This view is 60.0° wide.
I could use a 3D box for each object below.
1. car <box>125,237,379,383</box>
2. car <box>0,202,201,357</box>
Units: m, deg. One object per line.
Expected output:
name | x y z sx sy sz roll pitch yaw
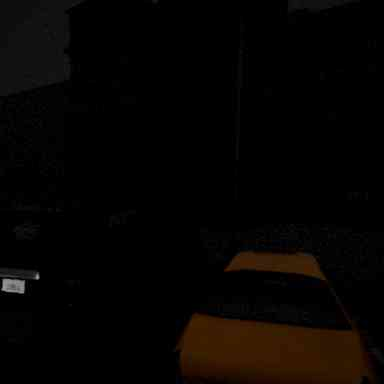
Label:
car | 1.184 1.474 4.780 1.946 1.575 5.366 0 -1 16
car | -1.317 1.202 6.393 2.435 2.045 5.566 1 0 16
